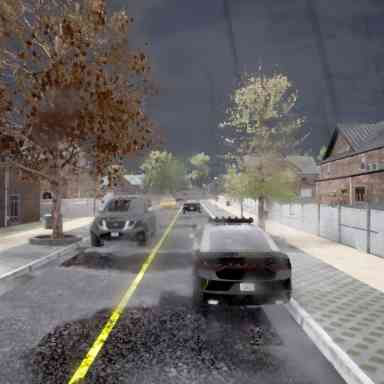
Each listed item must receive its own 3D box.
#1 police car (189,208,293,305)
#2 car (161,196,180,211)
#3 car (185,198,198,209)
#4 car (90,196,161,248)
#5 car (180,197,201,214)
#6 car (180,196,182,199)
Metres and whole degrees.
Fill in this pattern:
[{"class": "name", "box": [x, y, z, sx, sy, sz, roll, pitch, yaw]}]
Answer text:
[{"class": "police car", "box": [0.945, 1.430, 8.288, 1.930, 1.638, 5.238, 0, 0, 0]}, {"class": "car", "box": [-2.834, 1.508, 40.686, 1.882, 1.535, 5.008, 0, 0, 0]}, {"class": "car", "box": [-0.044, 1.564, 46.724, 1.812, 1.442, 4.674, 0, 0, 0]}, {"class": "car", "box": [-2.882, 1.230, 15.154, 2.150, 2.045, 5.566, 0, 0, 0]}, {"class": "car", "box": [0.004, 1.503, 36.279, 1.882, 1.535, 5.008, 0, 0, 0]}, {"class": "car", "box": [-2.912, 1.693, 78.485, 1.895, 1.301, 4.718, 0, 0, 0]}]
